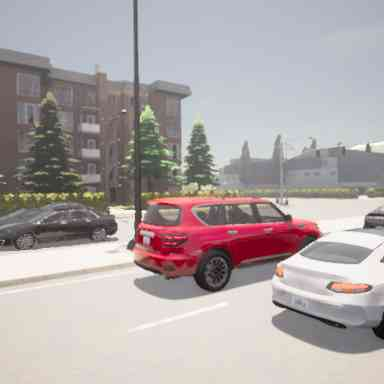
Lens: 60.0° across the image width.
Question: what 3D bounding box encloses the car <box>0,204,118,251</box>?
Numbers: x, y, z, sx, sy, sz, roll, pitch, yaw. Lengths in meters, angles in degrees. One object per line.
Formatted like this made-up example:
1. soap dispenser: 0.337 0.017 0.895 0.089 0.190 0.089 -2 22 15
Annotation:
1. car: -5.619 1.451 14.111 4.892 1.490 1.837 -1 1 -36

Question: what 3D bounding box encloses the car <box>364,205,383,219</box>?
1. car: 9.725 1.240 15.100 4.902 1.511 2.128 -1 1 -35

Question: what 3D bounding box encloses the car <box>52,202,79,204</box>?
1. car: -8.355 1.410 20.759 4.902 1.511 2.128 -2 1 -36

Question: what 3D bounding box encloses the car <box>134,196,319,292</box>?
1. car: 1.198 1.129 8.941 5.566 2.045 2.150 -1 1 -35

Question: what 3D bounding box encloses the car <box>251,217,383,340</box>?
1. car: 3.493 1.429 6.270 4.674 1.442 1.812 -1 1 -35
